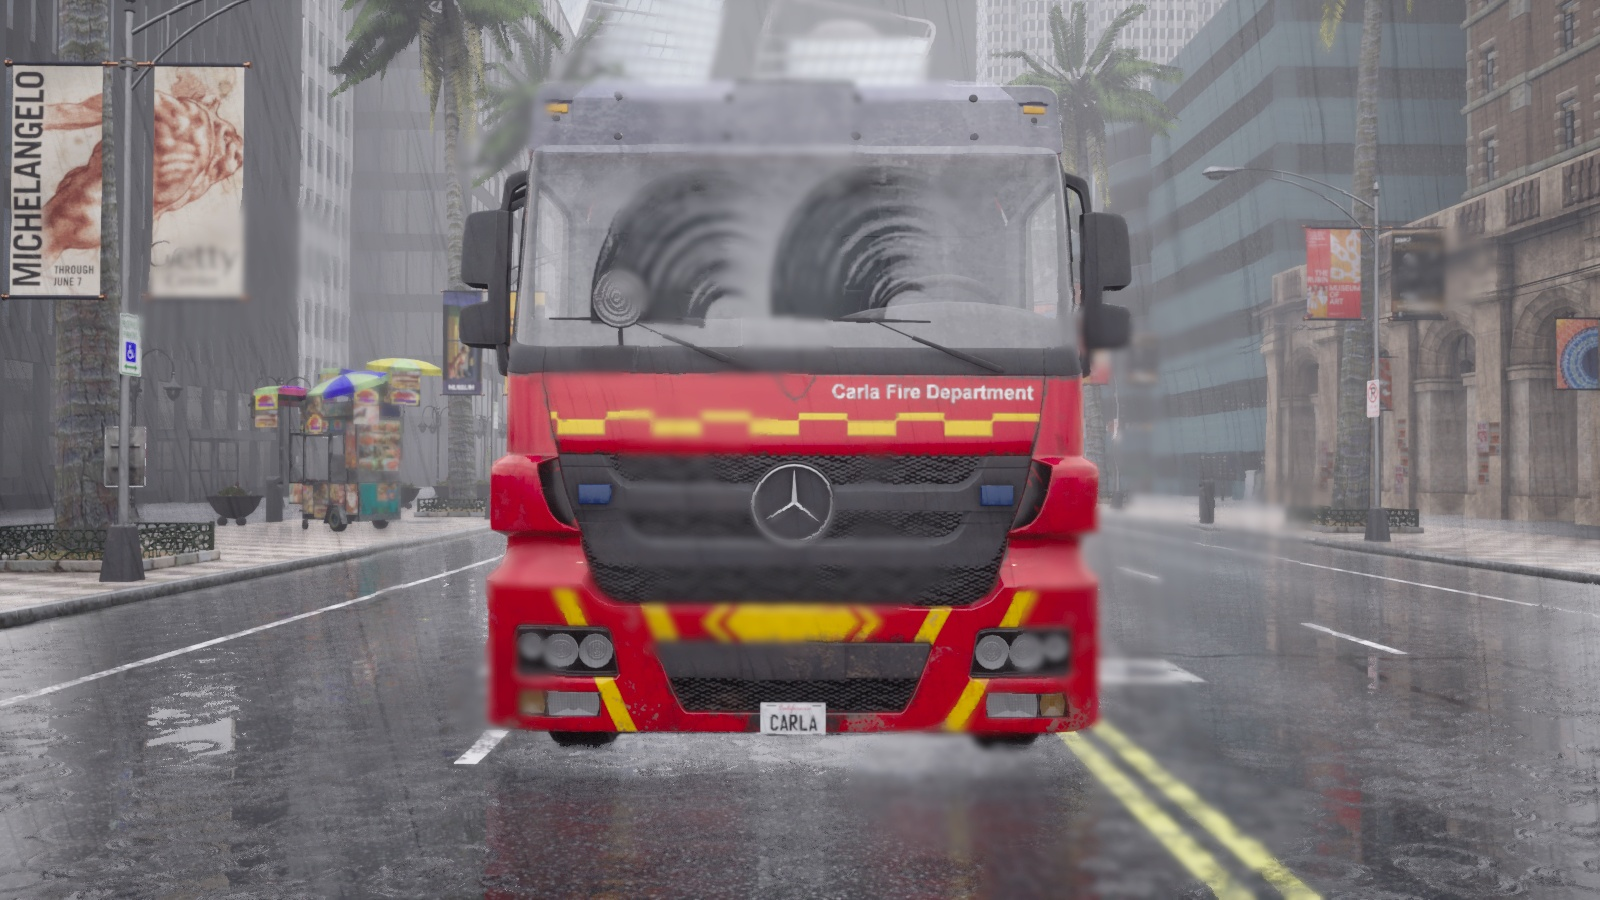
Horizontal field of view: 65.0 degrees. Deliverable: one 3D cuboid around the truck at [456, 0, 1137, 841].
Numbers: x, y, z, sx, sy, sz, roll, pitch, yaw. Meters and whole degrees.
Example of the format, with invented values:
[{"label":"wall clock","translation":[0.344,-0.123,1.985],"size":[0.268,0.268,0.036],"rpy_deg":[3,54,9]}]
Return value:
[{"label":"truck","translation":[-0.025,-0.189,9.594],"size":[2.891,3.827,8.468],"rpy_deg":[0,-1,0]}]
